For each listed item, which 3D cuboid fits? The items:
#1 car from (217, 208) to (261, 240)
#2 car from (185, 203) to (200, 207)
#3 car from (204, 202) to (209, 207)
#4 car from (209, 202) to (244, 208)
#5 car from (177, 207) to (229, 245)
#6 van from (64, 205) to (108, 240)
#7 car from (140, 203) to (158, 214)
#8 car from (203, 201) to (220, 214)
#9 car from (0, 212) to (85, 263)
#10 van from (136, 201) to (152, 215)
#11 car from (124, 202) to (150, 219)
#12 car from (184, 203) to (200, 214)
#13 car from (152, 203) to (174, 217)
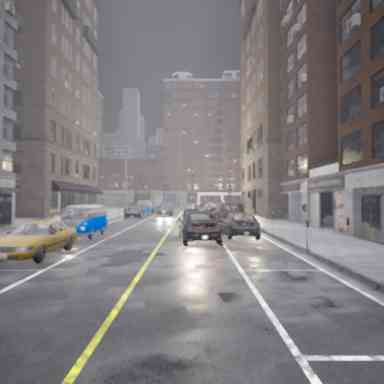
[{"bbox_3d":[2.661,1.802,18.354,2.008,1.369,4.403,1,-1,0],"label":"car"},{"bbox_3d":[0.070,2.031,35.258,1.812,1.442,4.674,0,-1,0],"label":"car"},{"bbox_3d":[2.643,2.022,40.283,1.967,1.590,4.097,1,-1,0],"label":"car"},{"bbox_3d":[2.658,1.647,23.838,2.192,1.841,5.009,1,-1,0],"label":"car"},{"bbox_3d":[0.363,1.735,16.819,1.837,1.490,4.892,0,-1,-5],"label":"car"},{"bbox_3d":[-5.861,1.594,18.353,1.690,1.788,3.998,1,-1,0],"label":"van"},{"bbox_3d":[-5.888,2.213,45.758,1.887,1.381,4.507,1,-1,0],"label":"car"},{"bbox_3d":[2.638,2.107,45.765,1.967,1.590,4.097,1,-1,0],"label":"car"},{"bbox_3d":[-5.858,1.698,12.697,1.752,1.417,4.829,1,-1,0],"label":"car"},{"bbox_3d":[-5.881,1.925,40.279,1.690,1.788,3.998,1,-1,0],"label":"van"},{"bbox_3d":[-5.879,2.066,34.794,1.947,1.339,4.313,1,-1,0],"label":"car"},{"bbox_3d":[0.042,2.212,45.560,2.033,1.411,5.357,0,-1,0],"label":"car"},{"bbox_3d":[-3.114,2.059,39.161,2.128,1.511,4.902,0,-1,0],"label":"car"}]
